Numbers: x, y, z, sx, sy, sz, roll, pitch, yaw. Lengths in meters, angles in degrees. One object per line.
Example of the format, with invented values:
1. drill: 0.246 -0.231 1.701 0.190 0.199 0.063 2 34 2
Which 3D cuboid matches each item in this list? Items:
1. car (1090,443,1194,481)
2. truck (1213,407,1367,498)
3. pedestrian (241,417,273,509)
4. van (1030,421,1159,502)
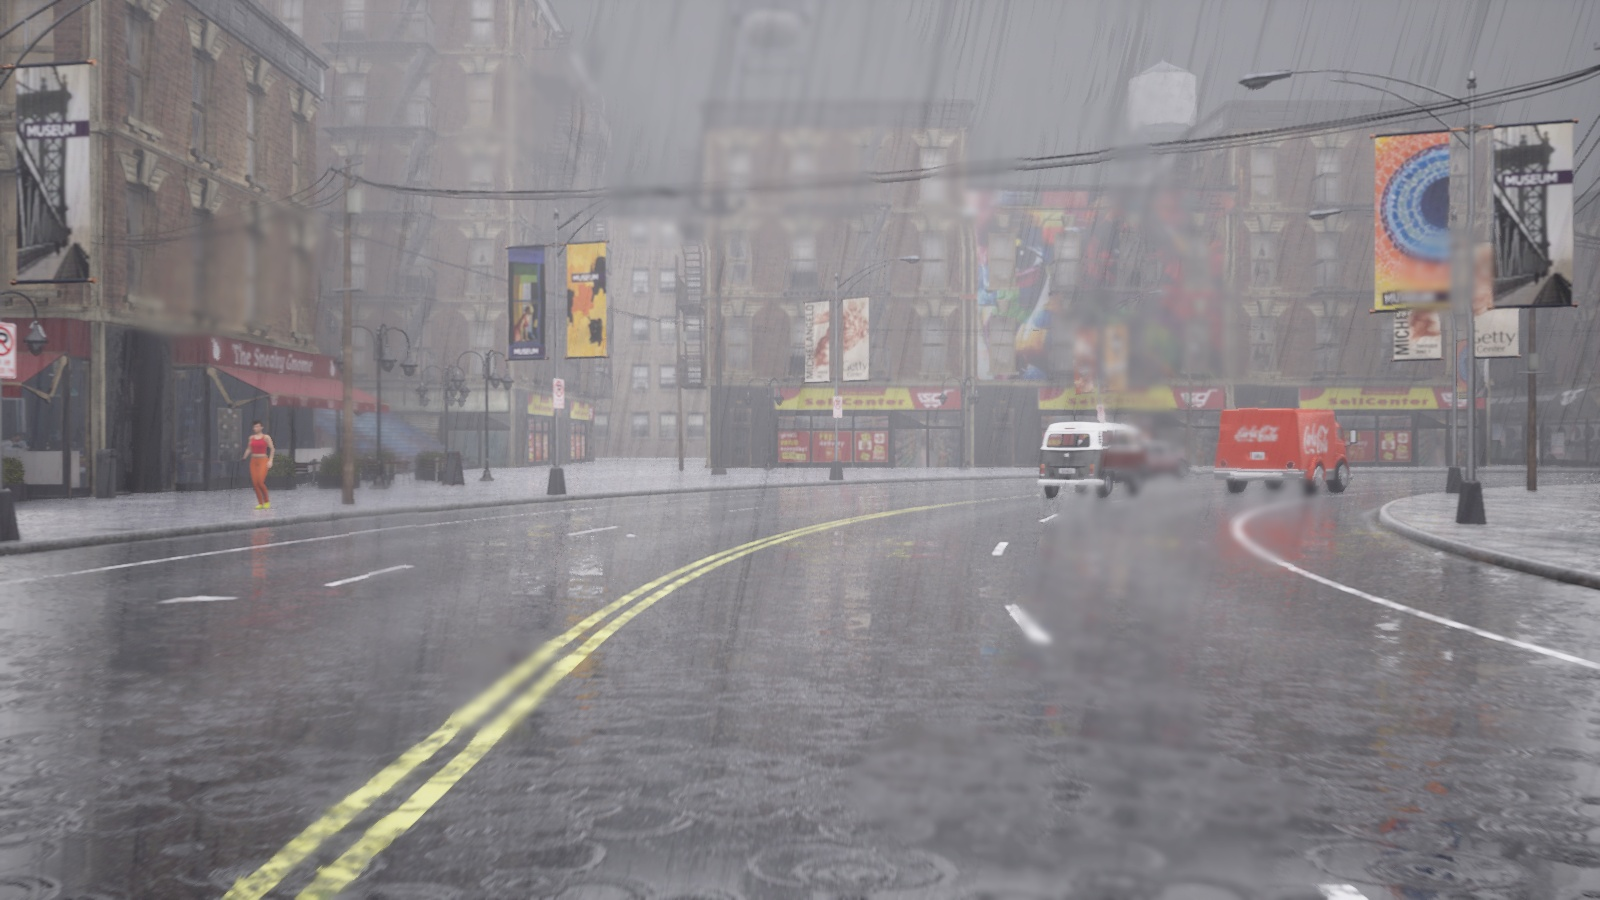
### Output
1. car: 13.620 0.441 49.968 3.806 1.475 1.970 0 0 -33
2. truck: 14.391 0.064 36.735 2.627 2.467 5.204 0 0 41
3. pedestrian: -10.912 0.252 25.244 0.345 1.836 0.594 0 0 7
4. van: 8.117 0.283 34.336 2.069 2.038 4.480 0 0 33
